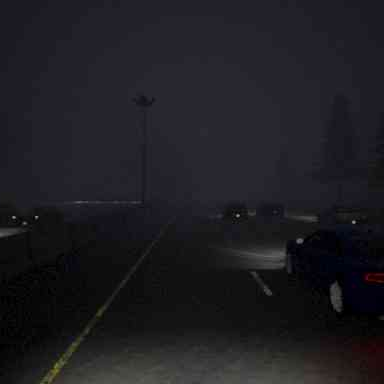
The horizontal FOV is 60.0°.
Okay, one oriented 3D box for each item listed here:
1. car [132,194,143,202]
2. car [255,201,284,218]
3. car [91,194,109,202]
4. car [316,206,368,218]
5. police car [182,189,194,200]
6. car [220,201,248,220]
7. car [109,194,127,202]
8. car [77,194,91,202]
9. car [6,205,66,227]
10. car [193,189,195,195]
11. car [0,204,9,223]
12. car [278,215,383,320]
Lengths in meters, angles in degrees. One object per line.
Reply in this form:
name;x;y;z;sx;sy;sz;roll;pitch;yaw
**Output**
car;-10.498;1.138;65.116;2.033;1.411;5.357;0;1;0
car;7.102;1.528;30.916;1.882;1.535;5.008;0;1;0
car;-17.497;1.127;65.391;2.033;1.411;5.357;0;1;0
car;10.602;1.678;24.002;1.895;1.301;4.718;0;0;0
police car;-1.046;0.874;71.921;1.930;1.638;5.238;0;1;0
car;3.602;1.569;28.495;1.837;1.490;4.892;0;1;0
car;-13.997;1.137;65.047;2.033;1.411;5.357;0;1;0
car;-20.997;1.149;64.975;1.994;1.385;4.181;0;1;0
car;-10.594;1.678;23.295;1.895;1.301;4.718;0;0;0
car;-1.047;0.574;81.797;2.097;1.767;4.553;0;1;0
car;-14.092;1.554;23.423;1.882;1.535;5.008;0;0;0
car;3.601;1.530;7.554;1.882;1.535;5.008;0;0;0
